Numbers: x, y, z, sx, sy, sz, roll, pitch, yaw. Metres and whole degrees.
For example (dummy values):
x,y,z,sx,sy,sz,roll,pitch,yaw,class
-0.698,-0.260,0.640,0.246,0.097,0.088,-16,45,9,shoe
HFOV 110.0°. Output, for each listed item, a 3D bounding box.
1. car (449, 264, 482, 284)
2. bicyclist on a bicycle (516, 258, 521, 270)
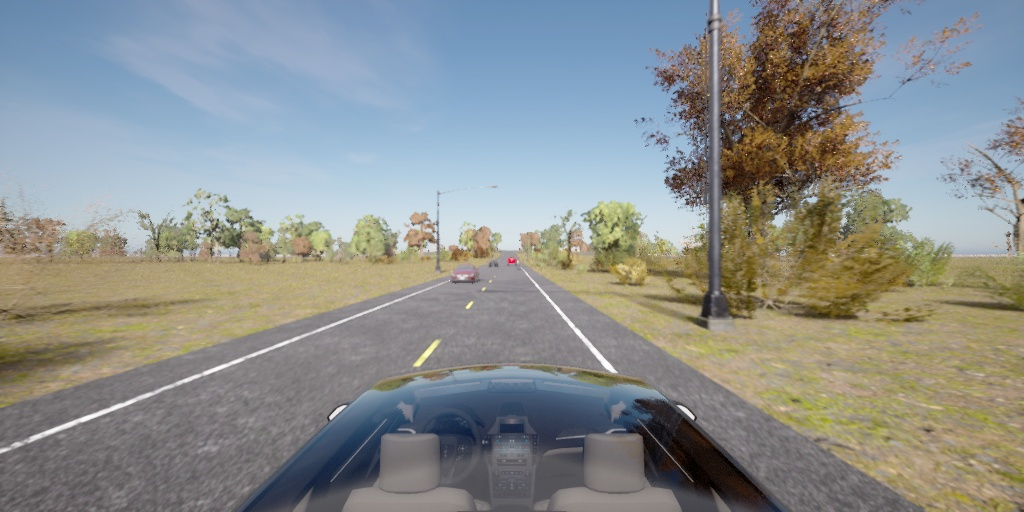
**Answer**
x,y,z,sx,sy,sz,roll,pitch,yaw,class
-3.602,1.349,28.249,1.812,1.442,4.674,0,0,0,car
0.953,1.319,54.872,0.866,1.612,1.509,0,0,0,bicyclist on a bicycle
